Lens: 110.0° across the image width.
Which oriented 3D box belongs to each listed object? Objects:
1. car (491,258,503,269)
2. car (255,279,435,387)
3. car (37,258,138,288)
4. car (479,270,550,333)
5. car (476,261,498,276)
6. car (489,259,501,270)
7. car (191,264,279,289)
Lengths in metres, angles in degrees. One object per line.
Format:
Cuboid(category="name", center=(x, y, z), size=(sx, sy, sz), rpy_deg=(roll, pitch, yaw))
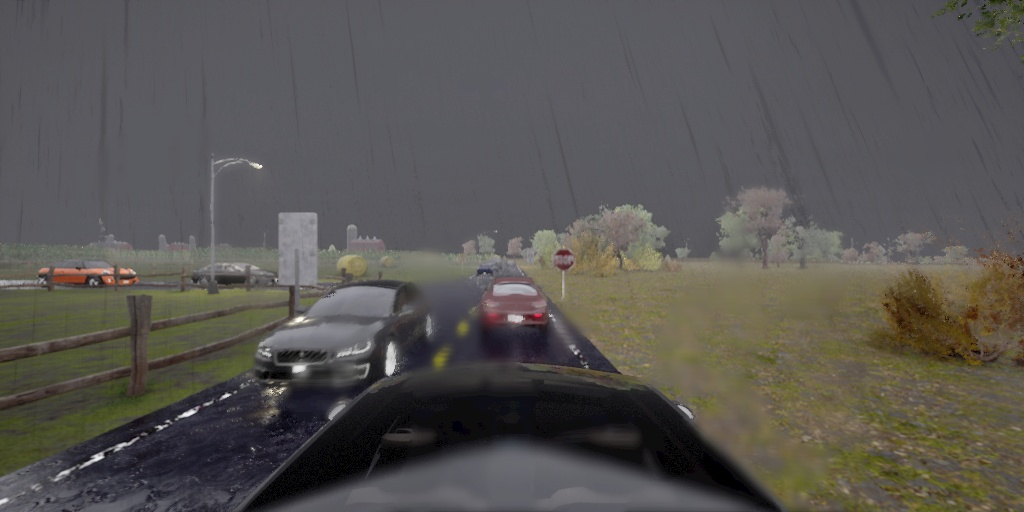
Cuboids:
Cuboid(category="car", center=(-2.891, 1.297, 64.760), size=(2.150, 2.045, 5.566), rpy_deg=(0, 0, 0))
Cuboid(category="car", center=(-2.857, 1.278, 7.250), size=(1.837, 1.490, 4.892), rpy_deg=(0, 0, 0))
Cuboid(category="car", center=(-26.558, 1.040, 22.583), size=(4.553, 1.767, 2.097), rpy_deg=(0, 0, -1))
Cuboid(category="car", center=(0.017, 1.314, 10.742), size=(1.812, 1.442, 4.674), rpy_deg=(0, 0, -2))
Cuboid(category="car", center=(-2.901, 1.535, 40.261), size=(1.895, 1.301, 4.718), rpy_deg=(0, 0, 0))
Cuboid(category="car", center=(-2.906, 1.553, 50.347), size=(1.994, 1.385, 4.181), rpy_deg=(0, 0, 0))
Cuboid(category="car", center=(-17.354, 1.243, 22.689), size=(4.902, 1.511, 2.128), rpy_deg=(0, 0, -1))
